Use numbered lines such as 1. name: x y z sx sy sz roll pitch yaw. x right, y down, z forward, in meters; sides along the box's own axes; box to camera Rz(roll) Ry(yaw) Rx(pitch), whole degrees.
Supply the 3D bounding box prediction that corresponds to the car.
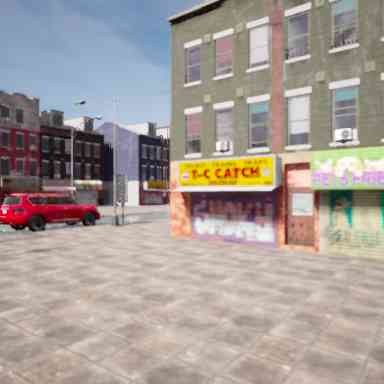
1. car: -8.034 1.110 19.315 2.150 2.045 5.566 0 0 36
